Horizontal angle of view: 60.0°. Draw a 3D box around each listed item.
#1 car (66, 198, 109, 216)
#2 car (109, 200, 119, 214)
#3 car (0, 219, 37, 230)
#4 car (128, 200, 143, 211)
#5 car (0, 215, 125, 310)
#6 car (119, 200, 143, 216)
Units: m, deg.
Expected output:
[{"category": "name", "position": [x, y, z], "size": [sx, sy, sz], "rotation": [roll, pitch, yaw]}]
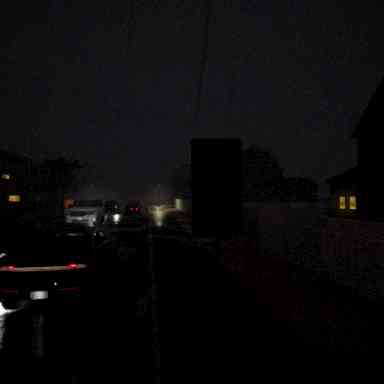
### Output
[{"category": "car", "position": [-8.072, 1.494, 25.618], "size": [2.150, 2.045, 5.566], "rotation": [-1, 0, -8]}, {"category": "car", "position": [-9.975, 1.773, 40.961], "size": [2.097, 1.767, 4.553], "rotation": [-1, 0, -7]}, {"category": "car", "position": [-6.252, 1.686, 11.630], "size": [2.033, 1.411, 5.357], "rotation": [-1, 0, -7]}, {"category": "car", "position": [-8.175, 1.946, 48.640], "size": [1.882, 1.535, 5.008], "rotation": [-1, 0, -7]}, {"category": "car", "position": [-2.921, 1.567, 8.083], "size": [2.128, 1.511, 4.902], "rotation": [-1, 0, -7]}, {"category": "car", "position": [-6.782, 1.914, 38.211], "size": [2.033, 1.411, 5.357], "rotation": [-1, 0, -7]}]
